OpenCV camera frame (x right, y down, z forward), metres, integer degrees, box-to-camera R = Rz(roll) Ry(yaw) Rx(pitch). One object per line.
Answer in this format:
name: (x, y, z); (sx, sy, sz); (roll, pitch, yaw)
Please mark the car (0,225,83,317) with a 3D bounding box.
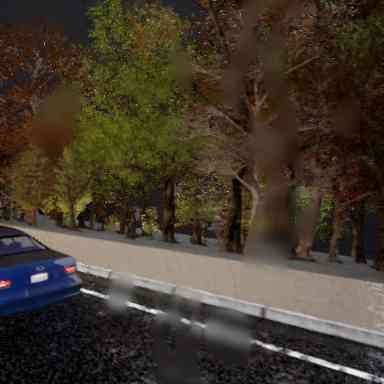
car: (-4.549, 1.410, 6.924); (5.357, 1.411, 2.033); (1, 1, 36)
